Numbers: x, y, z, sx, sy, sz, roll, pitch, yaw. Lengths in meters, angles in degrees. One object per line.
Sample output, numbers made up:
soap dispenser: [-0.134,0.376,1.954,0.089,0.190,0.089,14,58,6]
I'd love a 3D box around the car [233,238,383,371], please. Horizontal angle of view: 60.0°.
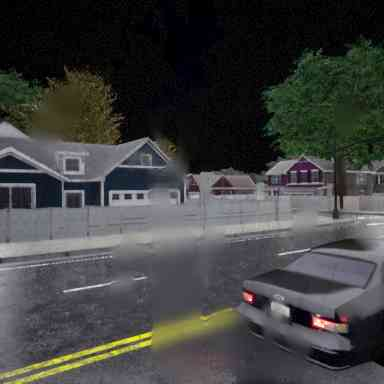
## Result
car: [3.158,1.539,5.719,5.357,1.411,2.033,0,0,-36]
